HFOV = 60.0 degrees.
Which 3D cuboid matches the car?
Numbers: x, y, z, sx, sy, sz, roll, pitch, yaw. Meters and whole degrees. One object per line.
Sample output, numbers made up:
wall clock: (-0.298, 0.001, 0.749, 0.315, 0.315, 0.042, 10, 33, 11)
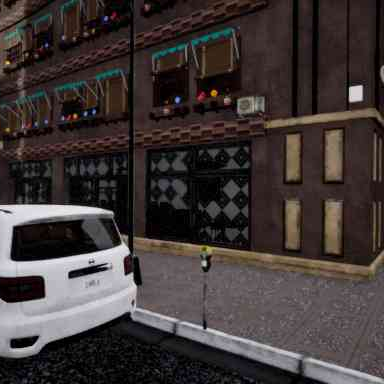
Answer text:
car: (-3.425, 1.223, 5.762, 5.566, 2.045, 2.150, 0, 0, 36)
